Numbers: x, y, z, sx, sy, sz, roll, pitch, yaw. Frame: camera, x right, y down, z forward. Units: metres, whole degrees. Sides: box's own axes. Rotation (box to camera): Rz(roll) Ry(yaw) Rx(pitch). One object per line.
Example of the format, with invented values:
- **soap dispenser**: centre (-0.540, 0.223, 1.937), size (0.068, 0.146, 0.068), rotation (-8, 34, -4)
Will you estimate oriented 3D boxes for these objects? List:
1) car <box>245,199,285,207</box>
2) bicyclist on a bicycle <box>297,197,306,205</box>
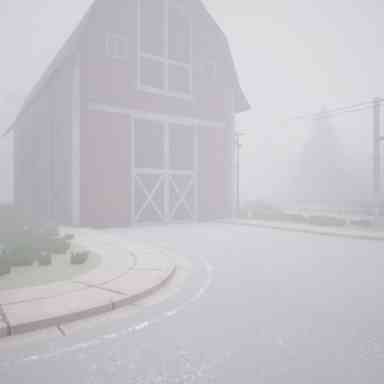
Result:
- **car**: centre (7.683, 1.517, 35.471), size (2.128, 1.511, 4.902), rotation (0, 0, -35)
- **bicyclist on a bicycle**: centre (13.338, 1.321, 40.263), size (1.656, 1.620, 0.582), rotation (46, -25, -24)
